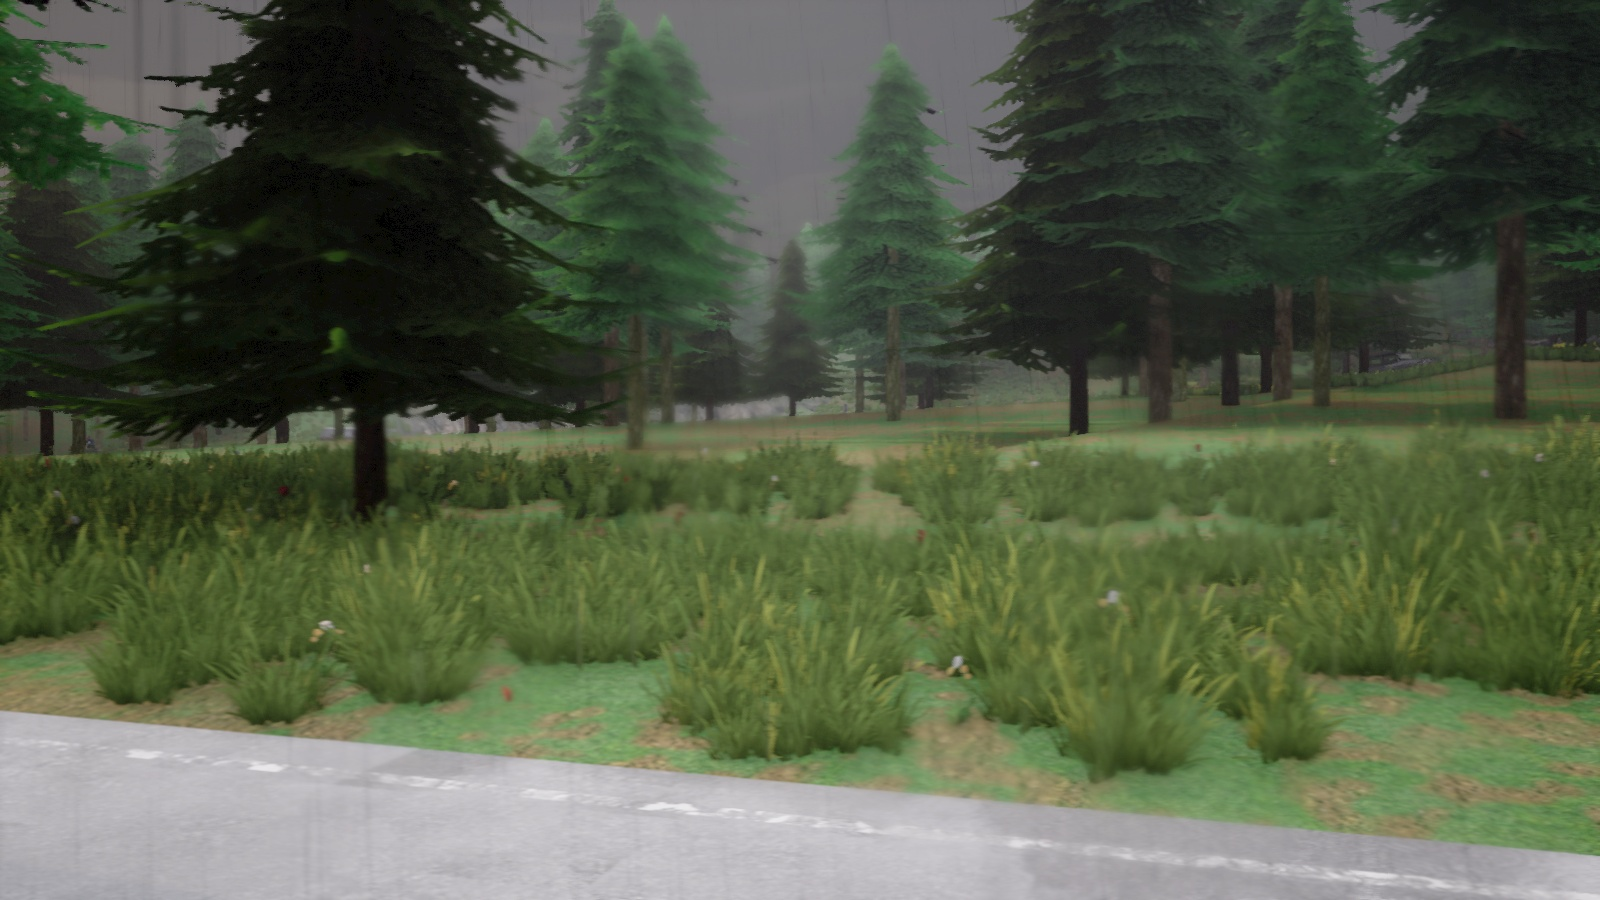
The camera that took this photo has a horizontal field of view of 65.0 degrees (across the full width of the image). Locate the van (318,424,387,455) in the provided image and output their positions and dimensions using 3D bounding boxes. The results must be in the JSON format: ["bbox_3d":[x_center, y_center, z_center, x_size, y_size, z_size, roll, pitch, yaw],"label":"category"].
[{"bbox_3d":[-29.423,-0.716,82.681,1.775,1.987,4.442,0,1,21],"label":"van"}]

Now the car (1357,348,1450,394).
[{"bbox_3d":[31.562,-4.117,65.757,1.905,1.878,3.866,0,-4,-31],"label":"car"}]
